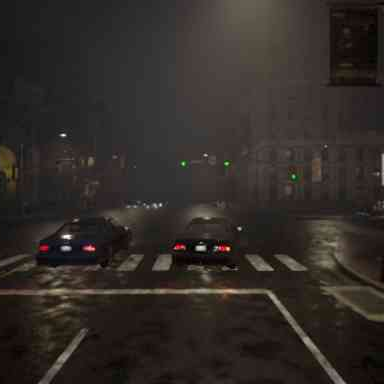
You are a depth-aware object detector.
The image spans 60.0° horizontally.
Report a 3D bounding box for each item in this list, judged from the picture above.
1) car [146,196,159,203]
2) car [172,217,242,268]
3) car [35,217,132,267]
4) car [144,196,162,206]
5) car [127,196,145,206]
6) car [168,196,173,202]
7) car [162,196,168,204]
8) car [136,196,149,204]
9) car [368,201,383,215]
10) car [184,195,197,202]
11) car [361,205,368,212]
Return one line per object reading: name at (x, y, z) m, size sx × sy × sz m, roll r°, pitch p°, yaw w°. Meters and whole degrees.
car at (-9.668, 1.745, 81.102) m, size 1.837 × 1.490 × 4.892 m, roll 0°, pitch 0°, yaw 10°
car at (0.672, 1.583, 11.518) m, size 2.033 × 1.411 × 5.357 m, roll 0°, pitch 0°, yaw 10°
car at (-3.406, 1.583, 11.513) m, size 2.033 × 1.411 × 5.357 m, roll 0°, pitch 0°, yaw 0°
car at (-7.013, 1.709, 60.646) m, size 1.812 × 1.442 × 4.674 m, roll 0°, pitch 0°, yaw 0°
car at (-10.513, 1.731, 60.917) m, size 2.033 × 1.411 × 5.357 m, roll 0°, pitch 0°, yaw 0°
car at (-6.030, 1.785, 81.459) m, size 2.033 × 1.411 × 5.357 m, roll 0°, pitch 0°, yaw 10°
car at (-7.009, 1.739, 71.048) m, size 2.128 × 1.511 × 4.902 m, roll 0°, pitch 0°, yaw 0°
car at (-10.512, 1.692, 70.896) m, size 1.882 × 1.535 × 5.008 m, roll 0°, pitch 0°, yaw 0°
car at (21.498, 1.322, 33.795) m, size 5.566 × 2.045 × 2.150 m, roll 0°, pitch 0°, yaw 0°
car at (-0.431, 1.620, 88.108) m, size 2.097 × 1.767 × 4.553 m, roll 0°, pitch 0°, yaw 22°
car at (21.990, 1.658, 37.299) m, size 5.357 × 1.411 × 2.033 m, roll 0°, pitch 0°, yaw 0°
